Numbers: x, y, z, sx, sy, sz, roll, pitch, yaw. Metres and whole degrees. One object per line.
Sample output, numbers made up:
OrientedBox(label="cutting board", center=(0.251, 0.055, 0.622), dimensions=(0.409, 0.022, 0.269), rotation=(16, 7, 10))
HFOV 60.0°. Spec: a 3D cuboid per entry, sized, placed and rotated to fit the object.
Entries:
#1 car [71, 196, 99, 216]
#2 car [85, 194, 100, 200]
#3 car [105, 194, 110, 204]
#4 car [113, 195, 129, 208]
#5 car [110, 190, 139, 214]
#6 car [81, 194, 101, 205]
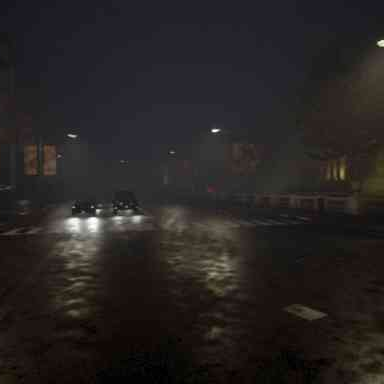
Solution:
OrientedBox(label="car", center=(-9.431, 1.308, 29.256), dimensions=(1.895, 1.301, 4.718), rotation=(-1, 1, -14))
OrientedBox(label="car", center=(-11.707, 1.121, 38.110), dimensions=(1.837, 1.490, 4.892), rotation=(-1, 1, -14))
OrientedBox(label="car", center=(-11.922, 1.015, 50.402), dimensions=(2.033, 1.411, 5.357), rotation=(-1, 1, -25))
OrientedBox(label="car", center=(-8.699, 1.091, 40.457), dimensions=(1.812, 1.442, 4.674), rotation=(-1, 1, -14))
OrientedBox(label="car", center=(-6.271, 0.885, 30.999), dimensions=(2.150, 2.045, 5.566), rotation=(-1, 1, -14))
OrientedBox(label="car", center=(-14.755, 1.062, 48.218), dimensions=(2.033, 1.411, 5.357), rotation=(-1, 1, -25))
